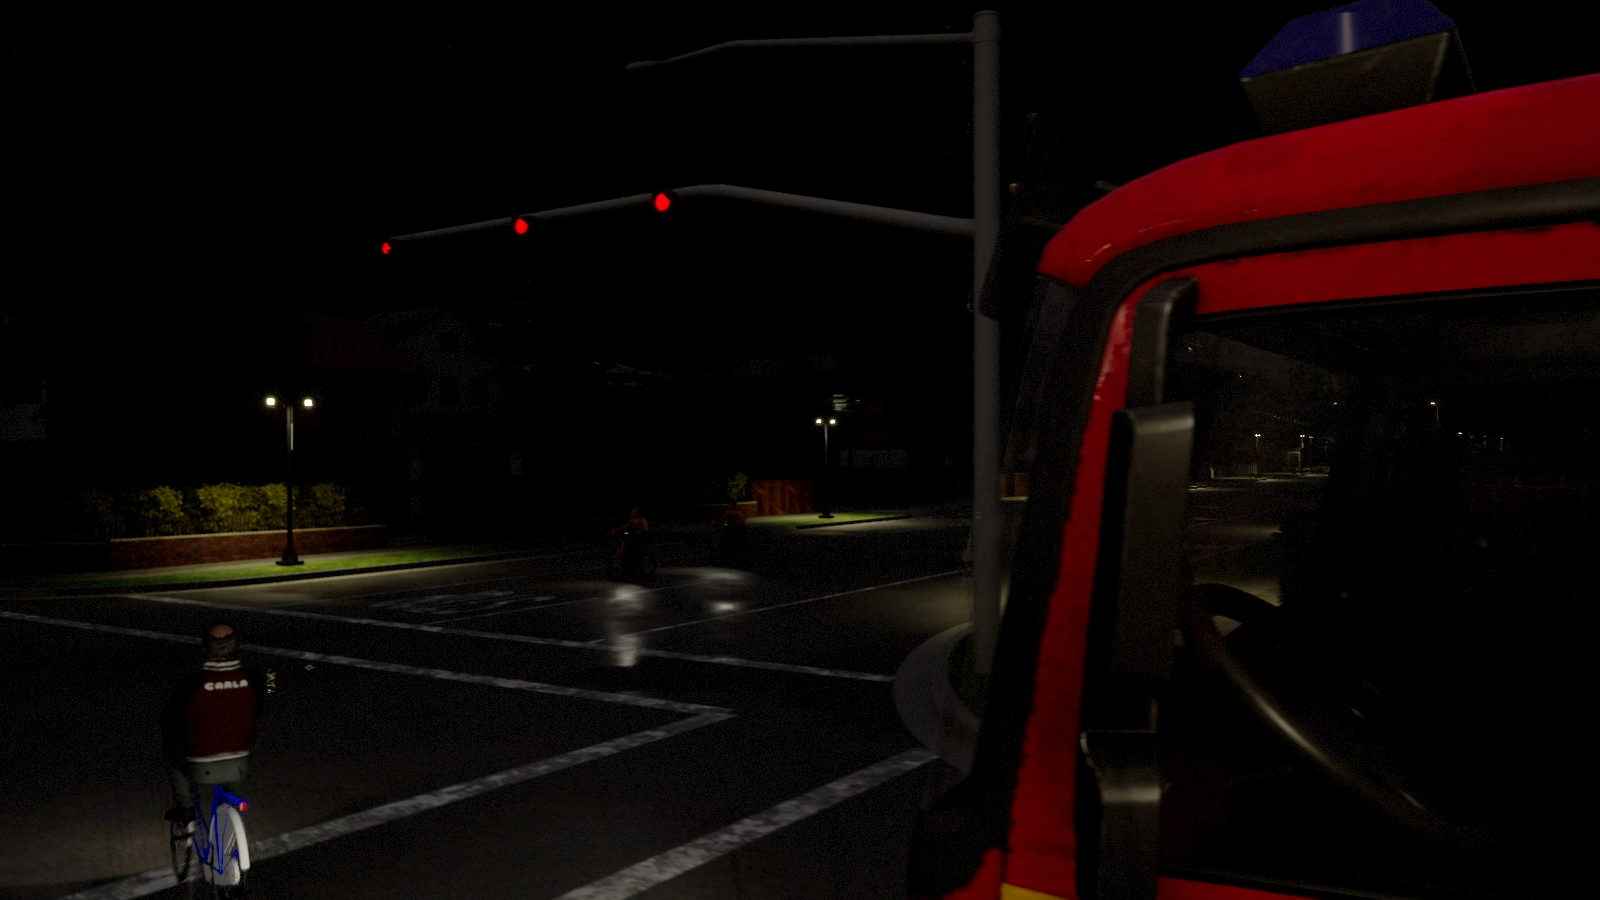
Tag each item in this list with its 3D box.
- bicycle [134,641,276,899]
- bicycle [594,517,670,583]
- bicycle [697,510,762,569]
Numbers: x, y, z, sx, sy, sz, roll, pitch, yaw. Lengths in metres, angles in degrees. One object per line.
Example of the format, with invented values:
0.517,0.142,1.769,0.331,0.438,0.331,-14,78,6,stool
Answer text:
-3.689,2.049,7.011,0.329,1.496,1.835,2,-1,-40,bicycle
-3.642,2.148,24.841,0.859,1.301,1.487,0,0,35,bicycle
-1.707,2.148,27.814,0.859,1.301,1.487,0,0,34,bicycle
